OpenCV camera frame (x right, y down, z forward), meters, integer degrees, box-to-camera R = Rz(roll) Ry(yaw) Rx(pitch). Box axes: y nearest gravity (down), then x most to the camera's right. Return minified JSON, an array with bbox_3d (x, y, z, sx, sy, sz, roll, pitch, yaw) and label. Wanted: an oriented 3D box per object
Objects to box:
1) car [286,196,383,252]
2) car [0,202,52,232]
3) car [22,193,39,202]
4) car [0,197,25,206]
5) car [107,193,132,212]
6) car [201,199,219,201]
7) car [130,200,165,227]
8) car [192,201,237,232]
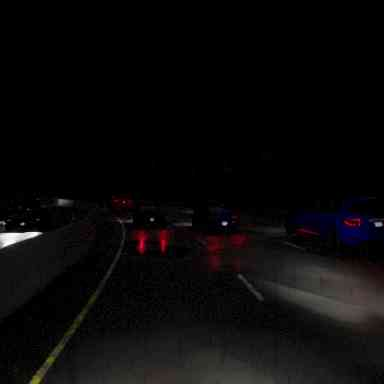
[{"bbox_3d":[5.900,1.176,13.821,2.150,2.045,5.566,0,0,-8],"label":"car"},{"bbox_3d":[-9.804,1.564,20.255,1.994,1.385,4.181,0,0,-14],"label":"car"},{"bbox_3d":[-28.103,1.265,57.615,2.150,2.045,5.566,-1,0,-35],"label":"car"},{"bbox_3d":[-15.880,1.498,28.447,1.882,1.535,5.008,0,0,-20],"label":"car"},{"bbox_3d":[-8.442,1.178,38.561,2.150,2.045,5.566,0,0,-24],"label":"car"},{"bbox_3d":[1.620,1.413,31.813,2.128,1.511,4.902,0,0,-18],"label":"car"},{"bbox_3d":[-2.988,1.492,22.572,1.812,1.442,4.674,0,0,-14],"label":"car"},{"bbox_3d":[1.255,1.481,19.811,1.812,1.442,4.674,0,0,-12],"label":"car"}]
